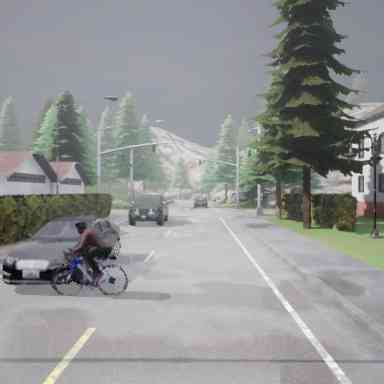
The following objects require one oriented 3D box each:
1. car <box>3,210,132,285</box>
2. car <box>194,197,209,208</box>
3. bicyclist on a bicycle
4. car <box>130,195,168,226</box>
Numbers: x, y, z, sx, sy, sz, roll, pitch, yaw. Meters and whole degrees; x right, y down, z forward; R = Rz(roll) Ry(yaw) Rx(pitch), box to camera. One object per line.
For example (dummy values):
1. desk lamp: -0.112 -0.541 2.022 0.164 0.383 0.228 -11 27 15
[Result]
1. car: -3.381 1.491 9.574 2.128 1.511 4.902 0 0 2
2. car: 1.286 1.489 46.988 2.128 1.511 4.902 0 0 3
3. bicyclist on a bicycle: -2.202 1.453 7.134 1.656 1.620 0.582 -1 0 2
4. car: -2.936 1.223 23.507 2.150 2.045 5.566 0 0 2
